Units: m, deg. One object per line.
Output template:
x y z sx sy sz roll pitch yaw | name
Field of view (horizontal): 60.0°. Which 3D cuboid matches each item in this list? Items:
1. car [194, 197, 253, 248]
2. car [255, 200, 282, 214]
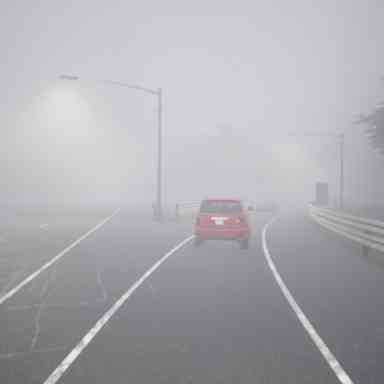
1.536 1.235 15.090 2.150 2.045 5.566 0 0 11 | car
8.239 1.591 35.615 2.033 1.411 5.357 0 0 26 | car
